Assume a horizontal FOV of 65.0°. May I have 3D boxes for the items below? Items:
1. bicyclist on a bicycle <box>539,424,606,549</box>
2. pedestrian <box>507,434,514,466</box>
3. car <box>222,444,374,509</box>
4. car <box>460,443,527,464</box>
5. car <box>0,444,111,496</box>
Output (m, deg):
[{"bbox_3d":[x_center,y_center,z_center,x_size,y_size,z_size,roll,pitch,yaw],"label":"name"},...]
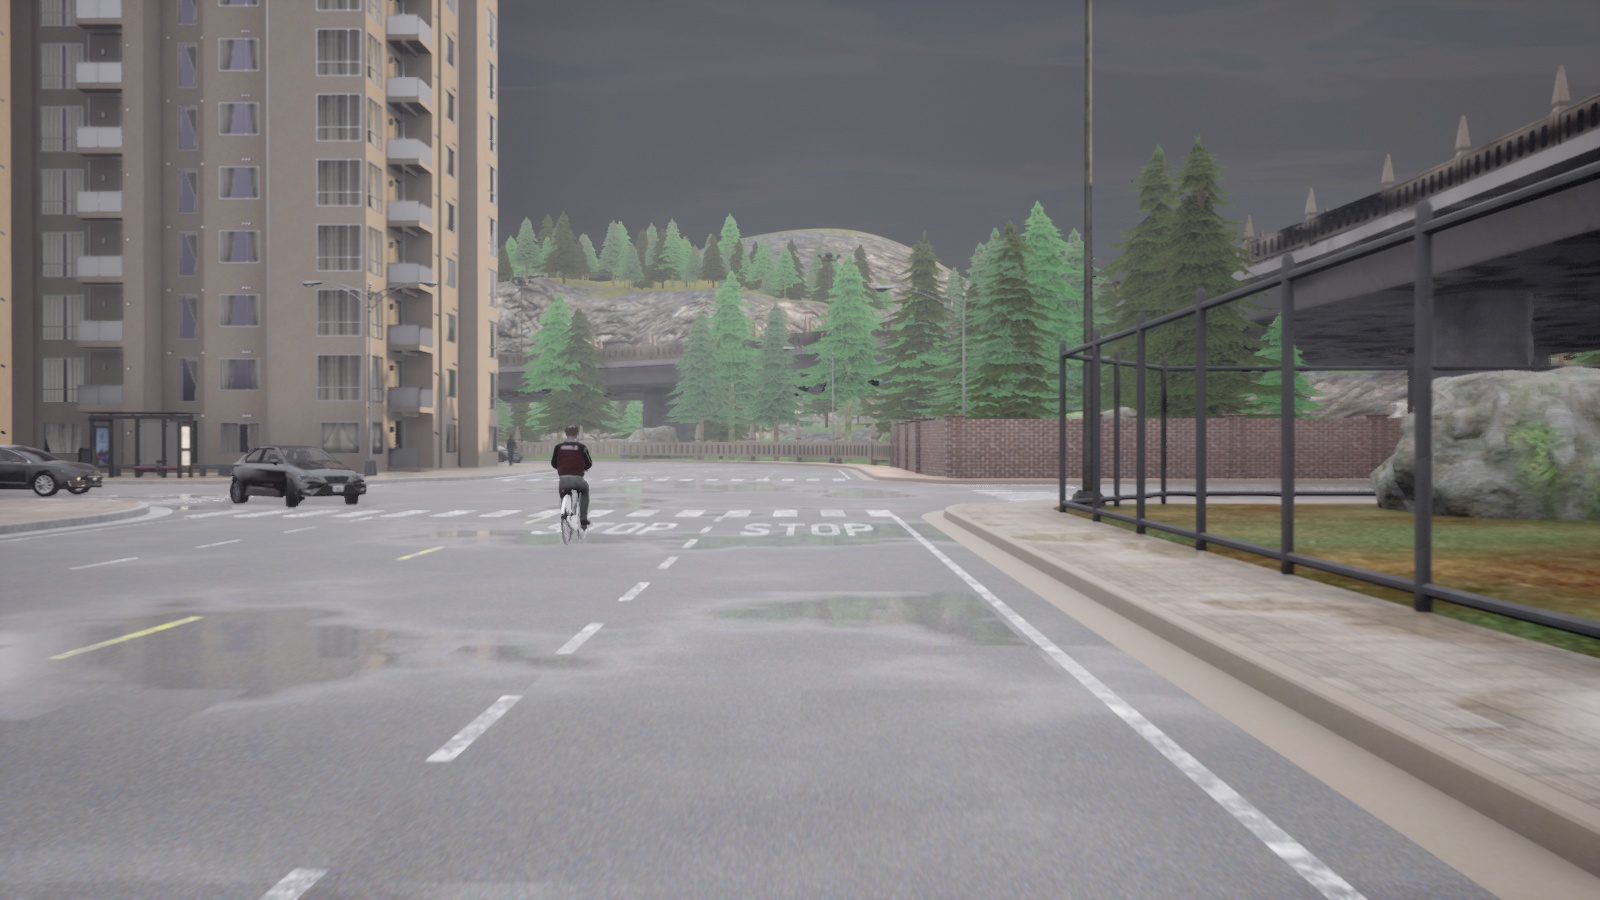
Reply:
[{"bbox_3d":[-3.378,0.508,18.813,0.659,1.776,1.843,0,1,0],"label":"bicyclist on a bicycle"},{"bbox_3d":[-16.790,-0.023,72.814,0.353,1.847,0.614,0,0,-10],"label":"pedestrian"},{"bbox_3d":[-12.301,0.588,30.637,4.193,1.474,1.816,0,0,43],"label":"car"},{"bbox_3d":[-21.657,0.255,88.731,4.674,1.442,1.812,0,0,32],"label":"car"},{"bbox_3d":[-23.338,0.578,37.179,4.892,1.490,1.837,0,0,1],"label":"car"}]
